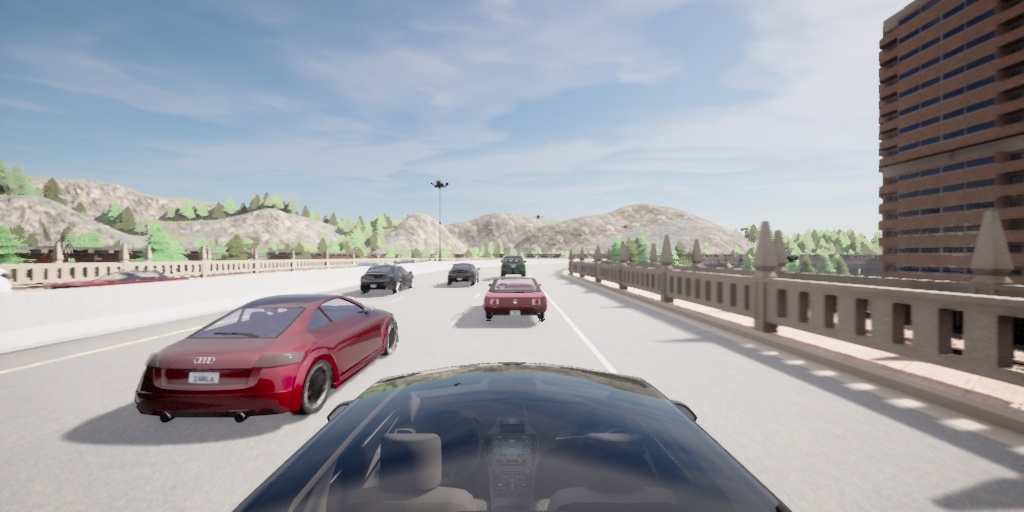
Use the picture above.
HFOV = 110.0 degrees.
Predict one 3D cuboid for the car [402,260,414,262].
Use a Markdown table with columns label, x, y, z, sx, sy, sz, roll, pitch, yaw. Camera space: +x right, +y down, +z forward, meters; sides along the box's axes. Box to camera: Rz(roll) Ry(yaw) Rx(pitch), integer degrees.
| label | x | y | z | sx | sy | sz | roll | pitch | yaw |
| --- | --- | --- | --- | --- | --- | --- | --- | --- | --- |
| car | -17.515 | 1.305 | 59.071 | 2.033 | 1.411 | 5.357 | 0 | 0 | 15 |

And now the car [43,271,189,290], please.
| label | x | y | z | sx | sy | sz | roll | pitch | yaw |
| --- | --- | --- | --- | --- | --- | --- | --- | --- | --- |
| car | -17.596 | 1.351 | 16.276 | 1.895 | 1.301 | 4.718 | 0 | 0 | 0 |

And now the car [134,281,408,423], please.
| label | x | y | z | sx | sy | sz | roll | pitch | yaw |
| --- | --- | --- | --- | --- | --- | --- | --- | --- | --- |
| car | -3.400 | 1.314 | 5.965 | 1.994 | 1.385 | 4.181 | 0 | 0 | 0 |

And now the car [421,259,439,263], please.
| label | x | y | z | sx | sy | sz | roll | pitch | yaw |
| --- | --- | --- | --- | --- | --- | --- | --- | --- | --- |
| car | -13.647 | 1.270 | 59.970 | 1.882 | 1.535 | 5.008 | 0 | 0 | 16 |

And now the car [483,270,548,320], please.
| label | x | y | z | sx | sy | sz | roll | pitch | yaw |
| --- | --- | --- | --- | --- | --- | --- | --- | --- | --- |
| car | 0.100 | 1.351 | 12.550 | 1.895 | 1.301 | 4.718 | 0 | 0 | 0 |

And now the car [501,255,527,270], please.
| label | x | y | z | sx | sy | sz | roll | pitch | yaw |
| --- | --- | --- | --- | --- | --- | --- | --- | --- | --- |
| car | 0.148 | 0.972 | 32.363 | 2.150 | 2.045 | 5.566 | 0 | 0 | 1 |

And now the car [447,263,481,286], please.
| label | x | y | z | sx | sy | sz | roll | pitch | yaw |
| --- | --- | --- | --- | --- | --- | --- | --- | --- | --- |
| car | -3.401 | 1.255 | 25.695 | 1.837 | 1.490 | 4.892 | 0 | 0 | 0 |

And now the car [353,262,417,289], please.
| label | x | y | z | sx | sy | sz | roll | pitch | yaw |
| --- | --- | --- | --- | --- | --- | --- | --- | --- | --- |
| car | -6.899 | 1.255 | 20.265 | 1.837 | 1.490 | 4.892 | 0 | 0 | 0 |

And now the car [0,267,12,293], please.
| label | x | y | z | sx | sy | sz | roll | pitch | yaw |
| --- | --- | --- | --- | --- | --- | --- | --- | --- | --- |
| car | -21.098 | 0.972 | 11.913 | 2.150 | 2.045 | 5.566 | 0 | 0 | 0 |
